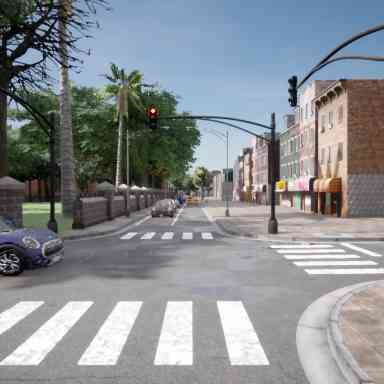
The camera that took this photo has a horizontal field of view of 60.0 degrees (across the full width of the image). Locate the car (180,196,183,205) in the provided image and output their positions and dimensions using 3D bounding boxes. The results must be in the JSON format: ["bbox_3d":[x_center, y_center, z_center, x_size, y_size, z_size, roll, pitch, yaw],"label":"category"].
[{"bbox_3d":[-2.616,1.680,47.718,1.802,1.307,4.206,0,0,0],"label":"car"}]

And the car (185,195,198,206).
[{"bbox_3d":[0.133,1.628,59.537,1.882,1.535,5.008,0,0,0],"label":"car"}]

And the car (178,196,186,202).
[{"bbox_3d":[-2.596,1.861,87.538,2.008,1.369,4.403,-1,0,0],"label":"car"}]

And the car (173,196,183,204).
[{"bbox_3d":[-2.981,1.715,71.258,1.837,1.490,4.892,0,0,0],"label":"car"}]

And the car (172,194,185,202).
[{"bbox_3d":[-2.946,1.402,64.289,2.150,2.045,5.566,0,0,0],"label":"car"}]

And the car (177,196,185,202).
[{"bbox_3d":[-2.599,1.818,81.849,1.887,1.381,4.507,0,0,0],"label":"car"}]

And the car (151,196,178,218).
[{"bbox_3d":[-2.625,1.481,30.652,1.967,1.590,4.097,0,0,0],"label":"car"}]

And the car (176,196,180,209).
[{"bbox_3d":[-2.621,1.498,36.340,1.967,1.590,4.097,0,0,0],"label":"car"}]

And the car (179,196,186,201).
[{"bbox_3d":[-2.592,1.915,93.227,1.947,1.339,4.313,-1,0,0],"label":"car"}]

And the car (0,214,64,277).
[{"bbox_3d":[-6.280,1.405,9.902,4.553,1.767,2.097,0,0,0],"label":"car"}]

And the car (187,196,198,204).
[{"bbox_3d":[0.132,1.690,68.891,2.128,1.511,4.902,0,0,0],"label":"car"}]
